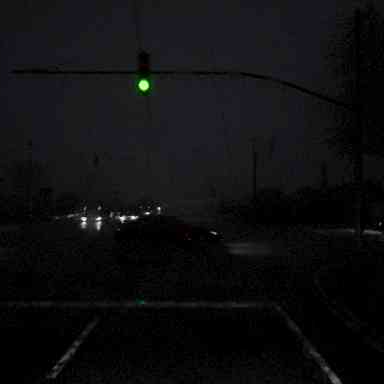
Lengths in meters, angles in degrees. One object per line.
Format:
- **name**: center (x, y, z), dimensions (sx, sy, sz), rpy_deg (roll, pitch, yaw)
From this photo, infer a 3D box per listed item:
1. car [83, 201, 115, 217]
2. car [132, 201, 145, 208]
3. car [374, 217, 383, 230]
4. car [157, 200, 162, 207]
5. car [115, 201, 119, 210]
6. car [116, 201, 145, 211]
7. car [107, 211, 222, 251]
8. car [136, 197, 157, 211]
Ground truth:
- **car**: center (-10.645, 1.801, 37.604), dimensions (2.097, 1.767, 4.553), rpy_deg (0, -1, 1)
- **car**: center (-10.512, 2.383, 65.590), dimensions (1.895, 1.301, 4.718), rpy_deg (0, -1, 0)
- **car**: center (13.823, 1.812, 20.827), dimensions (4.181, 1.385, 1.994), rpy_deg (0, -1, 3)
- **car**: center (-7.012, 2.295, 66.398), dimensions (1.837, 1.490, 4.892), rpy_deg (0, -1, 0)
- **car**: center (-10.594, 2.085, 48.695), dimensions (1.837, 1.490, 4.892), rpy_deg (0, 0, 1)
- **car**: center (-7.103, 2.029, 38.928), dimensions (1.994, 1.385, 4.181), rpy_deg (0, -1, 0)
- **car**: center (-1.054, 1.702, 14.550), dimensions (4.674, 1.442, 1.812), rpy_deg (0, -1, 3)
- **car**: center (-7.096, 1.822, 50.282), dimensions (2.150, 2.045, 5.566), rpy_deg (0, -1, 0)
